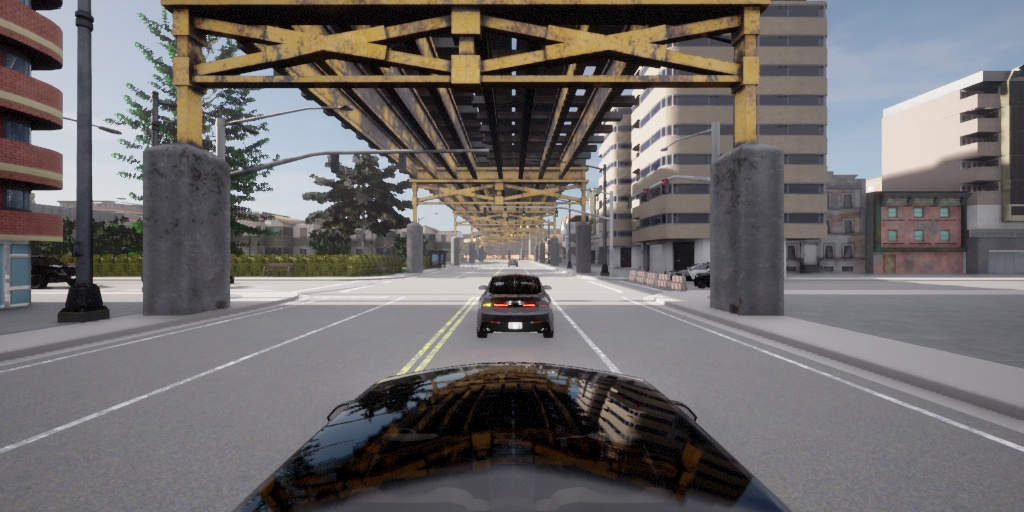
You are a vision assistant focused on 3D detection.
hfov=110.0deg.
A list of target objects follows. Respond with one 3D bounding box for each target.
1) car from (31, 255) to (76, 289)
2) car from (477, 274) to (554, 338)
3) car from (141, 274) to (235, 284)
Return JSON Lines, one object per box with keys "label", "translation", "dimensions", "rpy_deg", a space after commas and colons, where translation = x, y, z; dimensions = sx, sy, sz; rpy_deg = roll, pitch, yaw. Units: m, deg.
{"label": "car", "translation": [-30.046, 0.971, 22.336], "dimensions": [5.566, 2.045, 2.150], "rpy_deg": [0, 0, 0]}
{"label": "car", "translation": [0.088, 1.255, 10.160], "dimensions": [1.837, 1.490, 4.892], "rpy_deg": [0, 0, 0]}
{"label": "car", "translation": [-20.032, 1.255, 22.275], "dimensions": [4.892, 1.490, 1.837], "rpy_deg": [0, 0, 0]}
